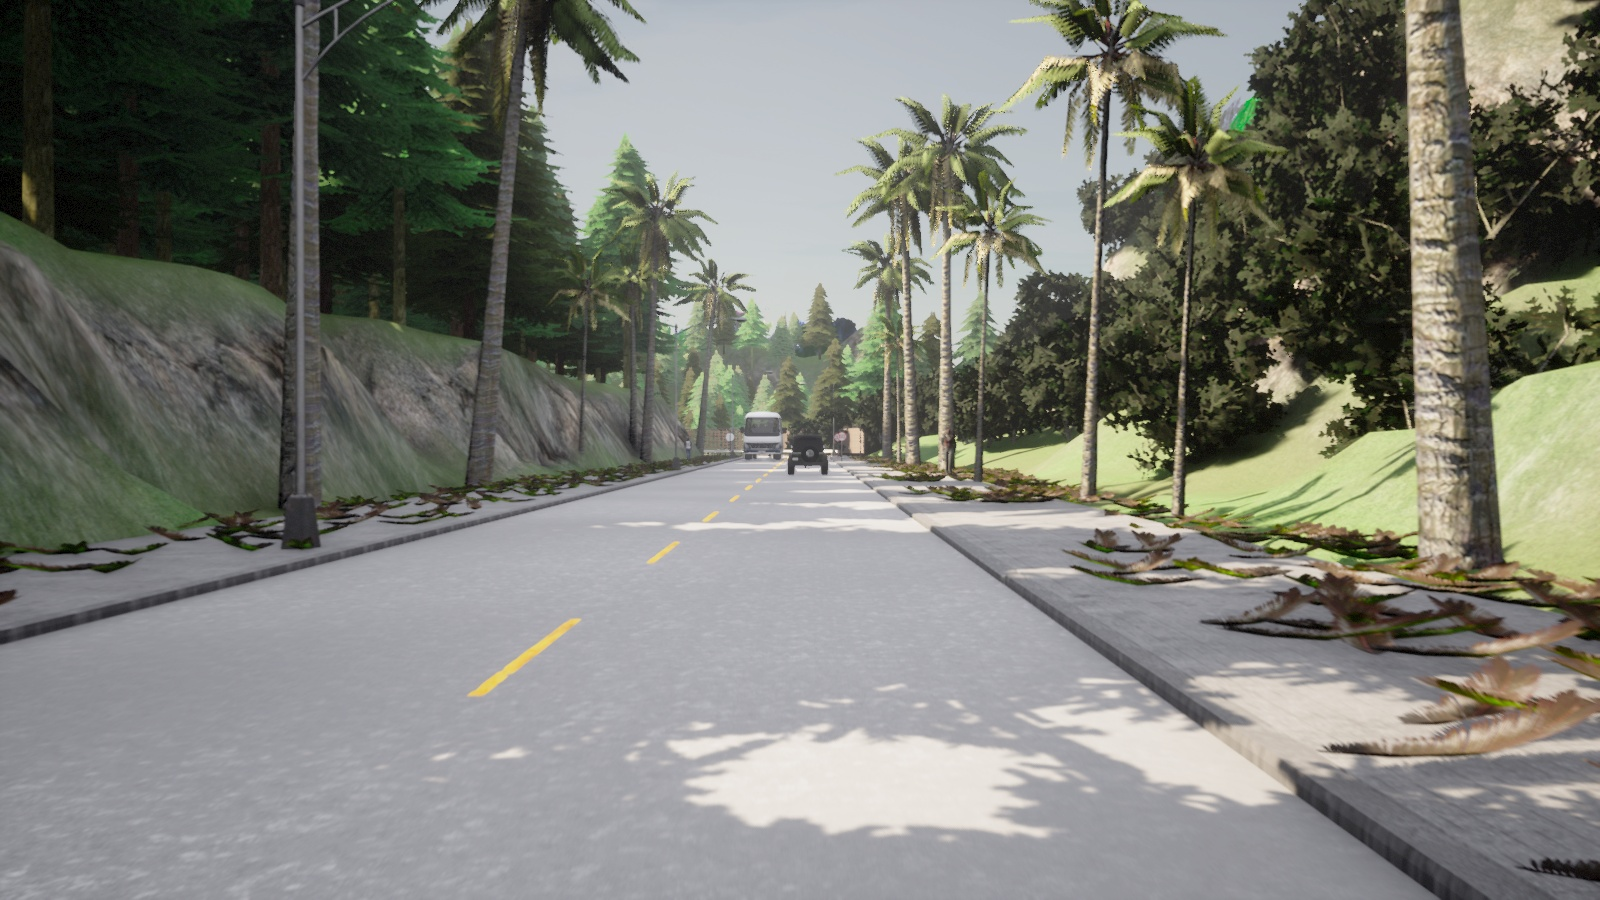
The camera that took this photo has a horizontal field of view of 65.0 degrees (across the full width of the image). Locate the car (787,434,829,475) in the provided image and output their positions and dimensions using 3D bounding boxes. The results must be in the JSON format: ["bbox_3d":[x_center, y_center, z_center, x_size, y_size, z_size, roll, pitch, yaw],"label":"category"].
[{"bbox_3d":[0.375,0.207,59.410,1.905,1.878,3.866,0,0,0],"label":"car"}]

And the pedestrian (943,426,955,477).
[{"bbox_3d":[5.760,0.053,48.519,0.402,1.930,0.666,0,0,11],"label":"pedestrian"}]
